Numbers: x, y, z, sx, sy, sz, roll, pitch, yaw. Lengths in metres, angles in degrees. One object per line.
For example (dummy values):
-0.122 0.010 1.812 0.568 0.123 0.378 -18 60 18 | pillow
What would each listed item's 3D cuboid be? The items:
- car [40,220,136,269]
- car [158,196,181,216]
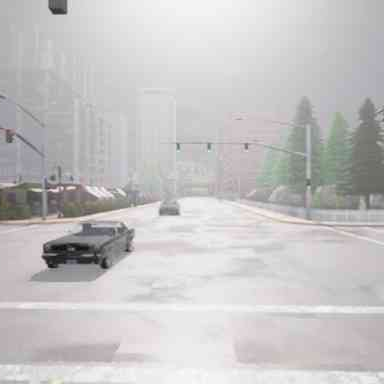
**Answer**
-3.338 1.688 11.613 1.895 1.301 4.718 0 0 2 | car
-2.390 1.621 36.154 2.097 1.767 4.553 0 -1 2 | car
